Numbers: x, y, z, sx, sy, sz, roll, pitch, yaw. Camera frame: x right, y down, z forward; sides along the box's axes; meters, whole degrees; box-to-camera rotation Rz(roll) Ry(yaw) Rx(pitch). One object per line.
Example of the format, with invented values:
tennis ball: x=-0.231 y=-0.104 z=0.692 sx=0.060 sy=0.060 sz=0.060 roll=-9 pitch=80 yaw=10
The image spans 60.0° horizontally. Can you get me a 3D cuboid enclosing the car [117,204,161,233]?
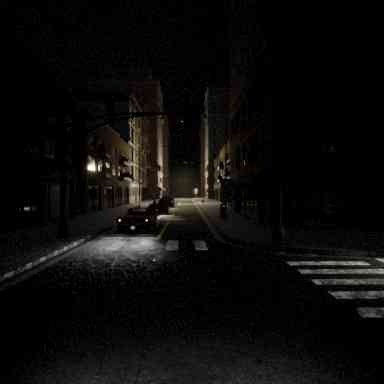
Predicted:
car: x=-3.171 y=1.597 z=19.887 sx=1.895 sy=1.301 sz=4.718 roll=0 pitch=0 yaw=-1

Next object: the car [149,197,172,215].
car: x=-3.377 y=1.554 z=33.856 sx=1.994 sy=1.385 sz=4.181 roll=0 pitch=0 yaw=-1

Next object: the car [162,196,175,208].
car: x=-3.547 y=1.329 z=46.767 sx=2.097 sy=1.767 sz=4.553 roll=0 pitch=0 yaw=-1
